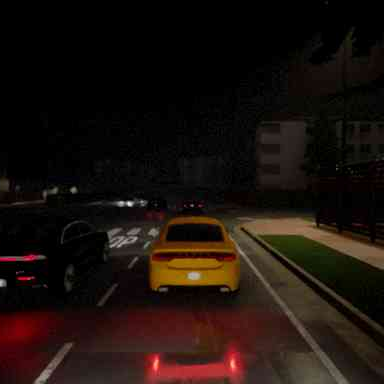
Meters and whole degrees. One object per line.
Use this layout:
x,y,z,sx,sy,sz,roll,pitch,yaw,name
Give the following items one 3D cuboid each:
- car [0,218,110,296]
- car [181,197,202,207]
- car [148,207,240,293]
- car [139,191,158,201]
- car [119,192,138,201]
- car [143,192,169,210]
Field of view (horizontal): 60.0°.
-3.448,1.387,8.365,2.128,1.511,4.902,0,1,0,car
-0.013,1.170,30.234,2.033,1.411,5.357,0,1,0,car
0.051,1.369,8.609,1.882,1.535,5.008,0,1,0,car
-7.469,0.797,57.150,1.837,1.490,4.892,0,0,0,car
-10.961,0.903,56.369,1.895,1.301,4.718,0,1,0,car
-3.564,1.055,35.135,2.128,1.511,4.902,0,1,-1,car
